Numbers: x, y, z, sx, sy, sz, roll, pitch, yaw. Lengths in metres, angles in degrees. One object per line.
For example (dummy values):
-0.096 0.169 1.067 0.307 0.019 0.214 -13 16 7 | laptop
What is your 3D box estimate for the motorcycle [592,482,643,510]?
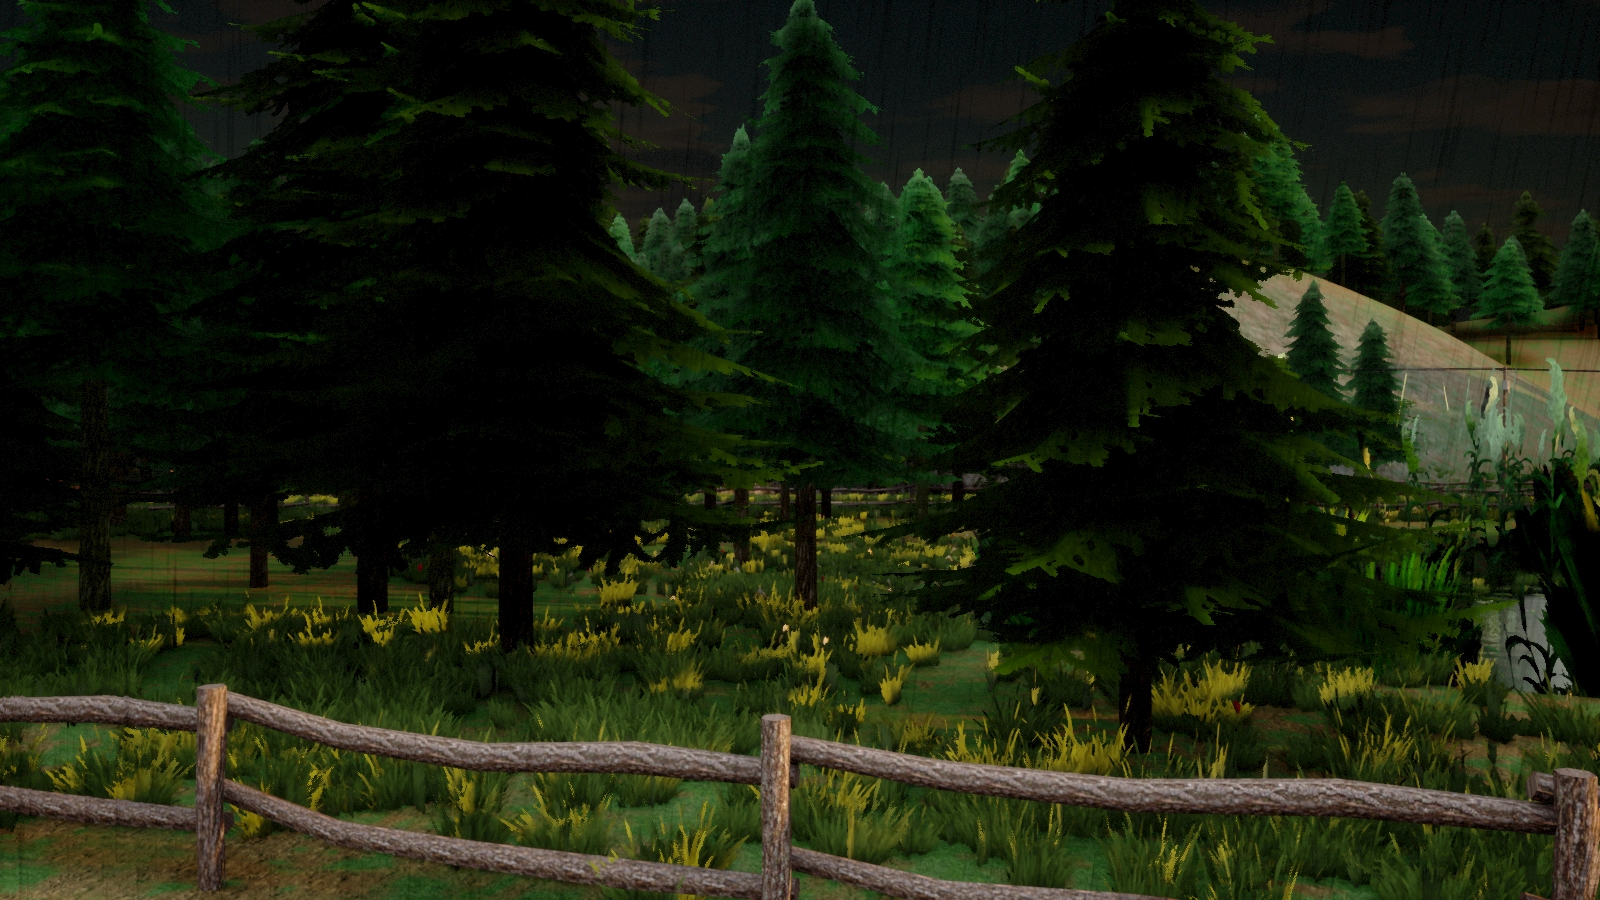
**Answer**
-8.629 2.178 54.113 2.209 1.251 0.867 0 0 14 | motorcycle
